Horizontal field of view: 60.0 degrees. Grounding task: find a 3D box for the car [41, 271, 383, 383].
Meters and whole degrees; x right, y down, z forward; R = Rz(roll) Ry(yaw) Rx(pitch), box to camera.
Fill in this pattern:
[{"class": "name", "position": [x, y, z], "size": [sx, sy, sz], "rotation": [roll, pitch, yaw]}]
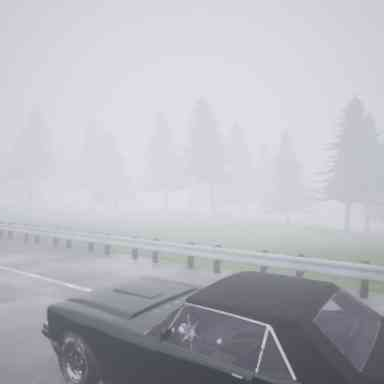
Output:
[{"class": "car", "position": [0.442, 1.598, 3.604], "size": [4.718, 1.301, 1.895], "rotation": [0, 0, 35]}]
